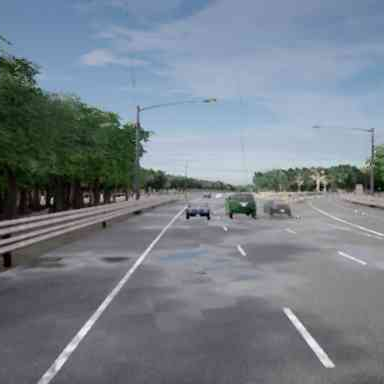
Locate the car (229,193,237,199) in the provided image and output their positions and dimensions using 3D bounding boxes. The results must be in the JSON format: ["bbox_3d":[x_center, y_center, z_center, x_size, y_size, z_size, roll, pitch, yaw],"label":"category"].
[{"bbox_3d":[10.837,1.050,88.356,1.882,1.535,5.008,0,0,5],"label":"car"}]

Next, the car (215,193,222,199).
[{"bbox_3d":[7.384,1.089,89.049,1.812,1.442,4.674,0,0,5],"label":"car"}]

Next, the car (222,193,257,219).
[{"bbox_3d":[4.031,1.094,28.011,2.150,2.045,5.566,0,0,2],"label":"car"}]

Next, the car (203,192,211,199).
[{"bbox_3d":[3.895,1.083,89.326,1.812,1.442,4.674,0,0,5],"label":"car"}]

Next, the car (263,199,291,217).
[{"bbox_3d":[7.608,1.392,29.968,1.812,1.442,4.674,0,0,2],"label":"car"}]

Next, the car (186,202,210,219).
[{"bbox_3d":[0.513,1.475,27.375,1.895,1.301,4.718,0,0,2],"label":"car"}]
